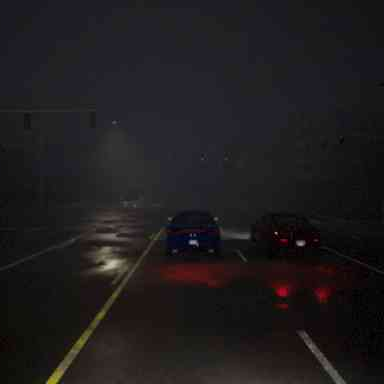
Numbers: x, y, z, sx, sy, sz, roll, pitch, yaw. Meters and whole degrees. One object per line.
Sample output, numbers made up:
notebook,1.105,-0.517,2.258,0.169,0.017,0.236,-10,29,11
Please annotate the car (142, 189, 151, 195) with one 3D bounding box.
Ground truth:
car,-12.940,0.027,87.799,4.892,1.490,1.837,1,2,45

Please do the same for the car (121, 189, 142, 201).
car,-10.325,0.443,56.985,2.150,2.045,5.566,0,1,-4

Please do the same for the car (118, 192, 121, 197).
car,-14.568,0.488,72.100,1.994,1.385,4.181,-1,1,-26

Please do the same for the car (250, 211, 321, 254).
car,3.531,1.469,13.106,1.812,1.442,4.674,0,0,0

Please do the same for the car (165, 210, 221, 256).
car,0.031,1.419,12.961,1.882,1.535,5.008,0,0,0

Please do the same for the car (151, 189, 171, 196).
car,-7.644,0.290,81.045,1.812,1.442,4.674,-1,1,-32

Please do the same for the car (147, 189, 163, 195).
car,-10.035,-0.029,89.822,4.674,1.442,1.812,1,2,45

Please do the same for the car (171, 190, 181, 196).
car,-4.555,0.233,82.691,1.837,1.490,4.892,-1,1,-32
